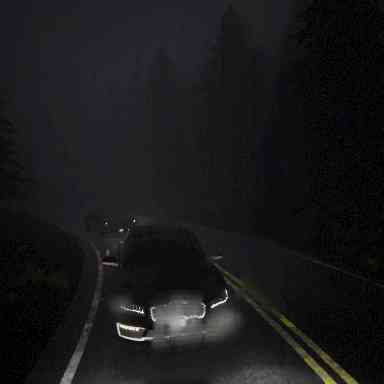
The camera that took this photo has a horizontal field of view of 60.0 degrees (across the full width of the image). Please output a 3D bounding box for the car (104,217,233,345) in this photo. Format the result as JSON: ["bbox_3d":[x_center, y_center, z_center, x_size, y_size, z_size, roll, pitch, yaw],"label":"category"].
[{"bbox_3d":[-0.640,1.494,6.775,1.837,1.490,4.892,-1,0,-11],"label":"car"}]

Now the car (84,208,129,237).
[{"bbox_3d":[-4.615,1.609,18.512,1.895,1.301,4.718,-3,1,-29],"label":"car"}]
